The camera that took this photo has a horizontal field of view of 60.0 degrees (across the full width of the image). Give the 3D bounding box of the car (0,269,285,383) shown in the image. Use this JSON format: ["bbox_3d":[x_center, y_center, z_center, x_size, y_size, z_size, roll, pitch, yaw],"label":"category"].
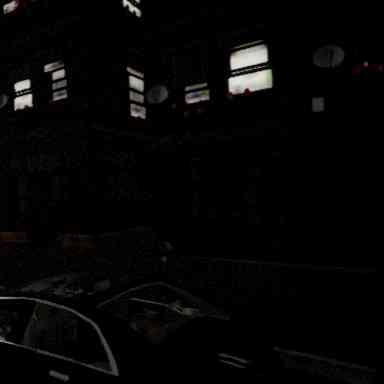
[{"bbox_3d":[-1.307,1.528,3.484,4.403,1.369,2.008,-1,-1,30],"label":"car"}]
